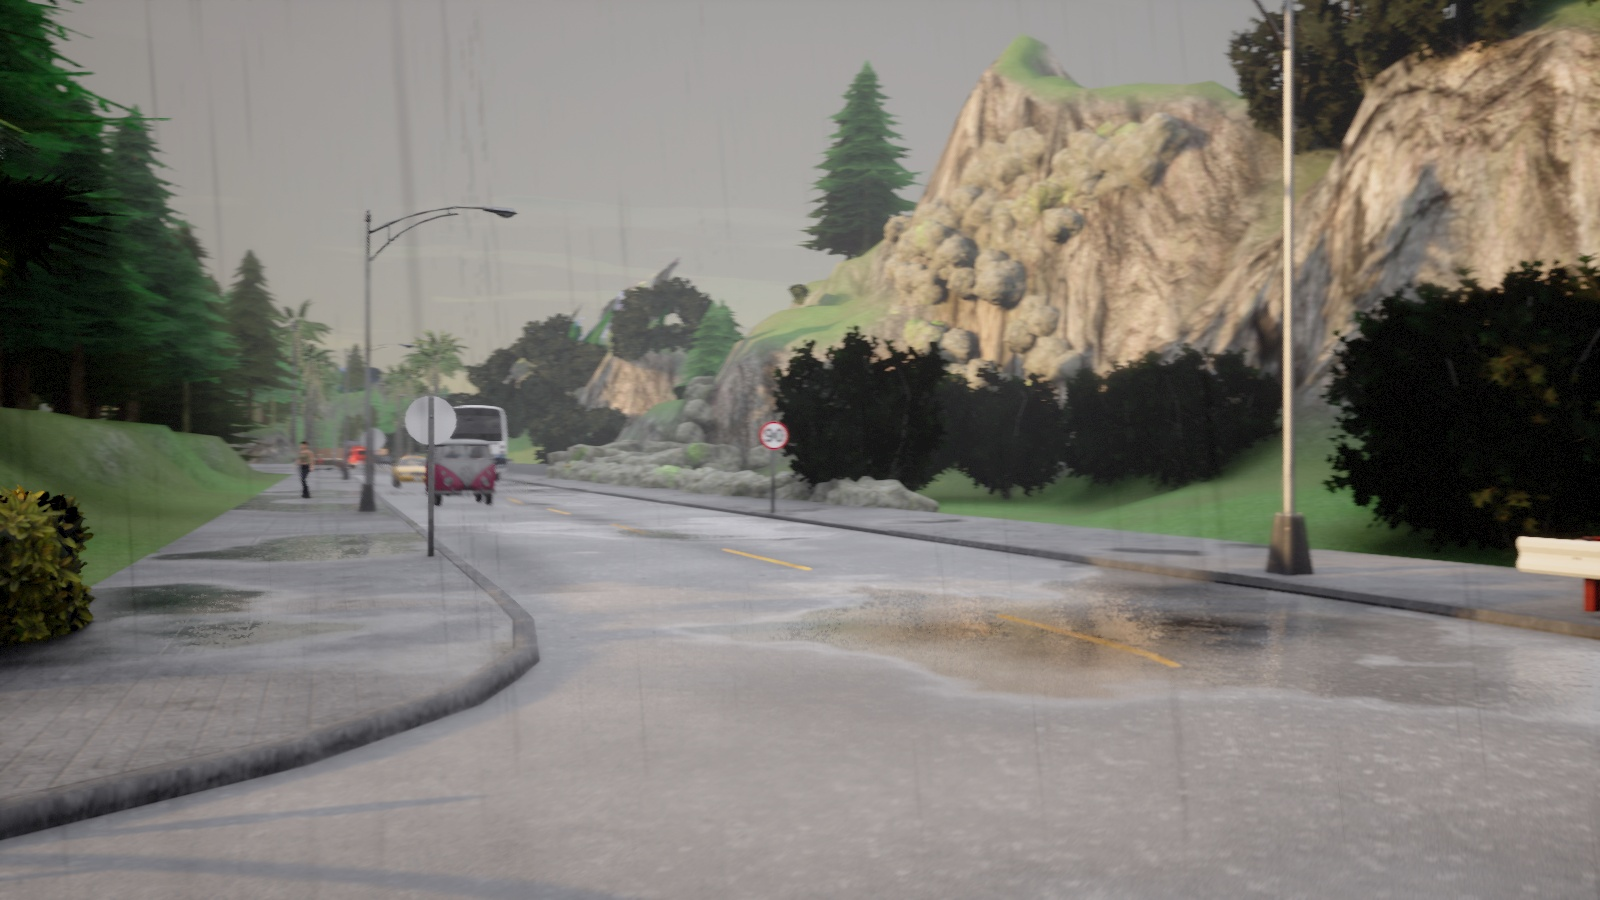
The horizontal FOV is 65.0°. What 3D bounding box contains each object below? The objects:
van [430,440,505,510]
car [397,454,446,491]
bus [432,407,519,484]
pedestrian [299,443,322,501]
[{"bbox_3d":[-10.133,0.698,38.022,1.775,1.987,4.442,0,0,-20],"label":"van"},{"bbox_3d":[-17.496,0.999,57.904,1.801,1.575,5.366,0,0,-20],"label":"car"},{"bbox_3d":[-19.434,-0.235,74.650,3.944,4.253,10.273,0,0,-20],"label":"bus"},{"bbox_3d":[-15.605,0.686,40.041,0.345,1.836,0.594,0,0,28],"label":"pedestrian"}]
